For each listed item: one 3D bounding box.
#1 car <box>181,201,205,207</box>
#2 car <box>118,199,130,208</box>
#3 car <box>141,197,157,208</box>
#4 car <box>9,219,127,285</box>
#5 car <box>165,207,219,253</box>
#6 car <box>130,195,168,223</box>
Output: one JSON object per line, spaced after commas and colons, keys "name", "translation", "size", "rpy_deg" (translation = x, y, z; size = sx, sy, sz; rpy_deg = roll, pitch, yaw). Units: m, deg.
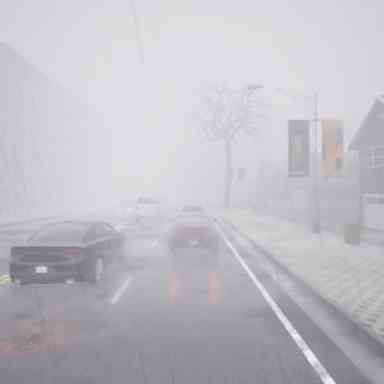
{"name": "car", "translation": [0.082, 1.541, 29.156], "size": [1.882, 1.535, 5.008], "rpy_deg": [0, 0, 0]}
{"name": "car", "translation": [-9.815, 1.699, 50.496], "size": [1.895, 1.301, 4.718], "rpy_deg": [0, 0, 0]}
{"name": "car", "translation": [-6.561, 1.606, 51.657], "size": [1.837, 1.490, 4.892], "rpy_deg": [0, -1, 0]}
{"name": "car", "translation": [-3.199, 1.499, 9.593], "size": [1.882, 1.535, 5.008], "rpy_deg": [0, 0, 1]}
{"name": "car", "translation": [0.077, 1.555, 13.620], "size": [1.812, 1.442, 4.674], "rpy_deg": [0, 0, 0]}
{"name": "car", "translation": [-3.181, 1.282, 26.587], "size": [2.150, 2.045, 5.566], "rpy_deg": [0, 0, 0]}
